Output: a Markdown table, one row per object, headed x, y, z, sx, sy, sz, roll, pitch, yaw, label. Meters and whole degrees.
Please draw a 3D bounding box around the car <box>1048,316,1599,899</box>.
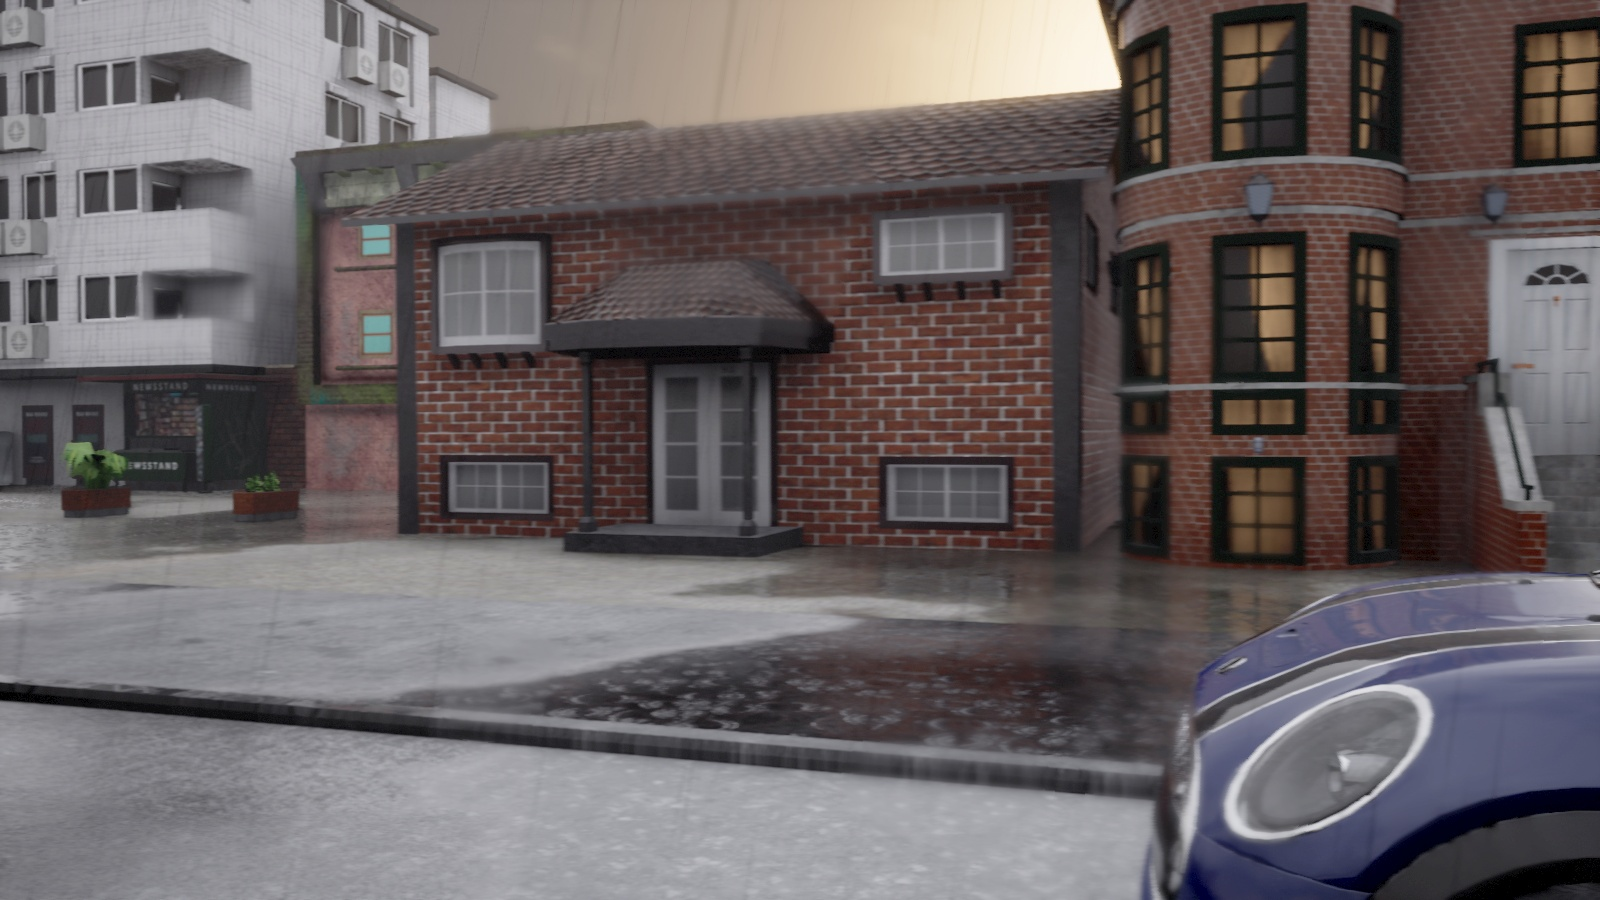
| x | y | z | sx | sy | sz | roll | pitch | yaw | label |
| --- | --- | --- | --- | --- | --- | --- | --- | --- | --- |
| 2.977 | 0.653 | 2.718 | 4.553 | 1.767 | 2.097 | 1 | 1 | 19 | car |
